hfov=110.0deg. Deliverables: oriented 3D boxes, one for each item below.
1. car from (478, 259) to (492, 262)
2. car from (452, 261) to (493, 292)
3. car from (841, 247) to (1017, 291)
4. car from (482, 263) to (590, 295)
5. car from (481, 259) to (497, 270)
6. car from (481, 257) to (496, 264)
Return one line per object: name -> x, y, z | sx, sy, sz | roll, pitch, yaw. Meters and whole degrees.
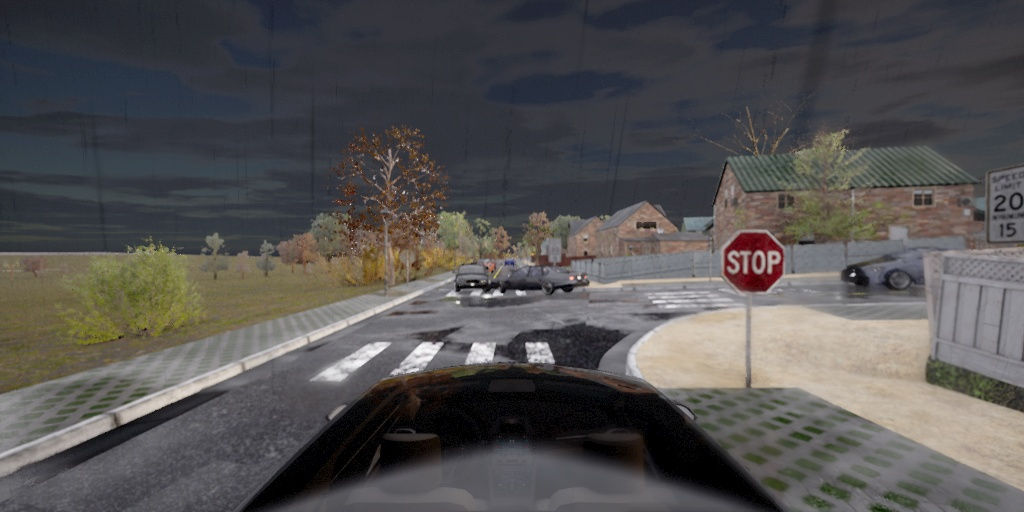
car -> -3.055, 1.253, 30.742 | 2.033, 1.411, 5.357 | 0, 0, 0
car -> -2.383, 1.221, 20.932 | 1.837, 1.490, 4.892 | 0, 0, -8
car -> 14.316, 0.394, 12.516 | 4.181, 1.385, 1.994 | -3, 0, 16
car -> 1.225, 1.167, 18.046 | 5.357, 1.411, 2.033 | -4, -3, 42
car -> -3.179, 1.163, 50.781 | 1.882, 1.535, 5.008 | 0, 0, 0
car -> -3.122, 1.046, 40.745 | 2.097, 1.767, 4.553 | 0, 0, 0
